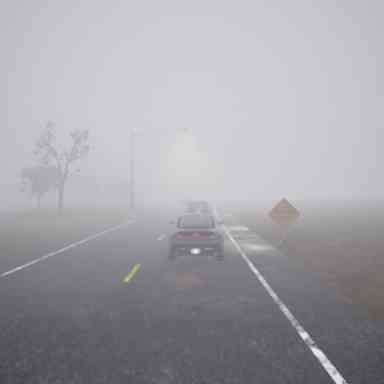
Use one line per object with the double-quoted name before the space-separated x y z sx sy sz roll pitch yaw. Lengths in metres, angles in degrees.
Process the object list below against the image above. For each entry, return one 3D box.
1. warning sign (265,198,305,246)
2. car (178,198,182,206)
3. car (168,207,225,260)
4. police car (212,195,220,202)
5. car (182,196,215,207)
"warning sign" 3.681 1.158 13.297 1.300 1.860 1.060 0 0 1
"car" -1.305 1.736 59.233 1.994 1.385 4.181 0 0 5
"car" 0.176 1.545 12.569 1.837 1.490 4.892 0 0 2
"police car" 5.908 1.667 88.024 1.930 1.638 5.238 0 0 6
"car" 0.569 1.435 27.453 2.097 1.767 4.553 0 0 3
